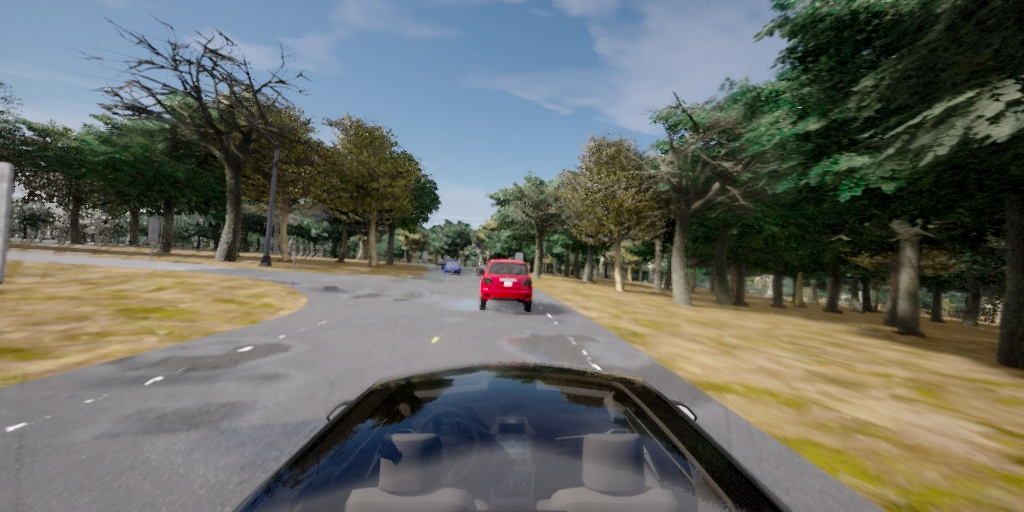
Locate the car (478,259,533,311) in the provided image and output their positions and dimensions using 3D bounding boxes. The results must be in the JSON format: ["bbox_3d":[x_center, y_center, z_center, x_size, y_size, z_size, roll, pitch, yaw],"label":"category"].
[{"bbox_3d":[-0.335,1.215,16.508,2.150,2.045,5.566,3,-1,-4],"label":"car"}]

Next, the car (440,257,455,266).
[{"bbox_3d":[-10.336,1.271,59.382,2.150,2.045,5.566,3,-1,-13],"label":"car"}]

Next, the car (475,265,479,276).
[{"bbox_3d":[-3.410,1.721,43.272,2.033,1.411,5.357,3,-1,-9],"label":"car"}]

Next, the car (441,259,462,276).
[{"bbox_3d":[-6.947,1.456,42.037,1.882,1.535,5.008,3,-1,-9],"label":"car"}]
